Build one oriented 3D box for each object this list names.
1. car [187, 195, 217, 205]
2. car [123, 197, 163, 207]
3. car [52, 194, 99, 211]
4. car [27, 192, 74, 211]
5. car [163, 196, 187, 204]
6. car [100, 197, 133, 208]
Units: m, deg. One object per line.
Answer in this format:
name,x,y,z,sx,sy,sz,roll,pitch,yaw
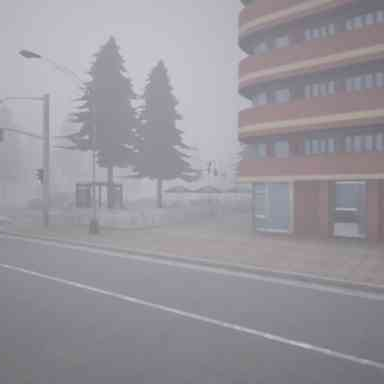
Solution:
car,2.123,1.309,54.504,4.892,1.490,1.837,-1,1,-38
car,-6.844,1.353,45.089,2.033,1.411,5.357,0,0,37
car,-12.543,1.315,37.182,1.837,1.490,4.892,0,0,36
car,-15.972,1.018,38.426,2.150,2.045,5.566,0,0,36
car,-2.847,1.391,54.891,4.718,1.301,1.895,0,0,-42
car,-10.418,1.357,45.944,1.994,1.385,4.181,0,0,38
